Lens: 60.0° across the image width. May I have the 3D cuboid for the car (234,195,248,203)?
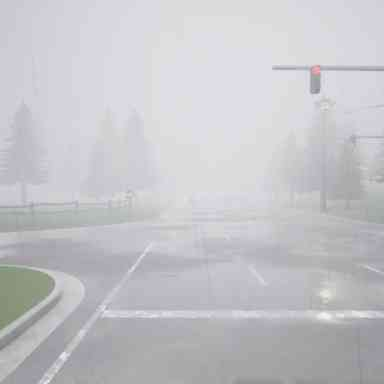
[{"bbox_3d":[10.552,1.531,70.336,2.033,1.411,5.357,0,0,0],"label":"car"}]

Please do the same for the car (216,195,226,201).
[{"bbox_3d":[7.060,1.427,80.789,1.895,1.301,4.718,0,0,0],"label":"car"}]

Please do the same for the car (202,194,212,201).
[{"bbox_3d":[3.560,1.357,80.762,2.128,1.511,4.902,0,0,0],"label":"car"}]

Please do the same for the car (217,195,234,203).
[{"bbox_3d":[7.052,1.517,70.339,2.128,1.511,4.902,0,0,0],"label":"car"}]

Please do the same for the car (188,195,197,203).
[{"bbox_3d":[0.052,1.517,70.344,2.128,1.511,4.902,0,0,0],"label":"car"}]

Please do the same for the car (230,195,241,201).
[{"bbox_3d":[10.560,1.427,80.786,1.895,1.301,4.718,0,0,0],"label":"car"}]

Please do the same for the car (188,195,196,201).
[{"bbox_3d":[0.060,1.427,80.794,1.895,1.301,4.718,0,0,0],"label":"car"}]

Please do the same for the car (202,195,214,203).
[{"bbox_3d":[3.552,1.469,70.342,1.882,1.535,5.008,0,0,0],"label":"car"}]
